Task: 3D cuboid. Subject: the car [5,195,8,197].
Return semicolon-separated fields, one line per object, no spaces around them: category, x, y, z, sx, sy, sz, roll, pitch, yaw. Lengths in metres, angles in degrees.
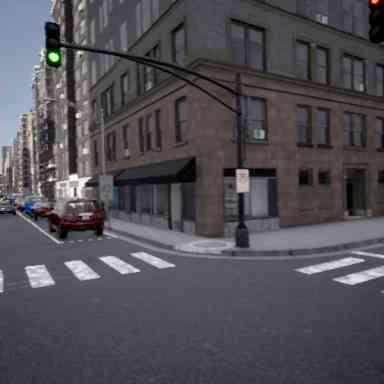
car;-29.487;1.204;55.583;2.192;1.841;5.009;-2;1;-31

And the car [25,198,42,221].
car;-11.852;1.448;26.584;1.887;1.381;4.507;-2;1;-31

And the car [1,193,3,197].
car;-41.236;1.344;74.915;1.967;1.590;4.097;-2;1;-31

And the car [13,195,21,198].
car;-20.755;1.423;41.231;1.752;1.417;4.829;-2;1;-31

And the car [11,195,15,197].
car;-23.605;1.477;45.920;1.802;1.307;4.206;-2;1;-31

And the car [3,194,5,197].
car;-32.426;1.201;60.417;2.192;1.841;5.009;-2;1;-31

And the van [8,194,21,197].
van;-26.547;1.233;50.750;1.690;1.788;3.998;-2;1;-31

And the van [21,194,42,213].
van;-14.795;1.243;31.416;1.690;1.788;3.998;-2;1;-31

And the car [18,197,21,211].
car;-17.728;1.482;36.252;1.802;1.307;4.206;-2;1;-31

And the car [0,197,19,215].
car;-18.217;1.537;32.112;1.994;1.385;4.181;-2;1;-31

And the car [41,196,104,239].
car;-5.981;1.219;16.914;2.192;1.841;5.009;-2;1;-31
